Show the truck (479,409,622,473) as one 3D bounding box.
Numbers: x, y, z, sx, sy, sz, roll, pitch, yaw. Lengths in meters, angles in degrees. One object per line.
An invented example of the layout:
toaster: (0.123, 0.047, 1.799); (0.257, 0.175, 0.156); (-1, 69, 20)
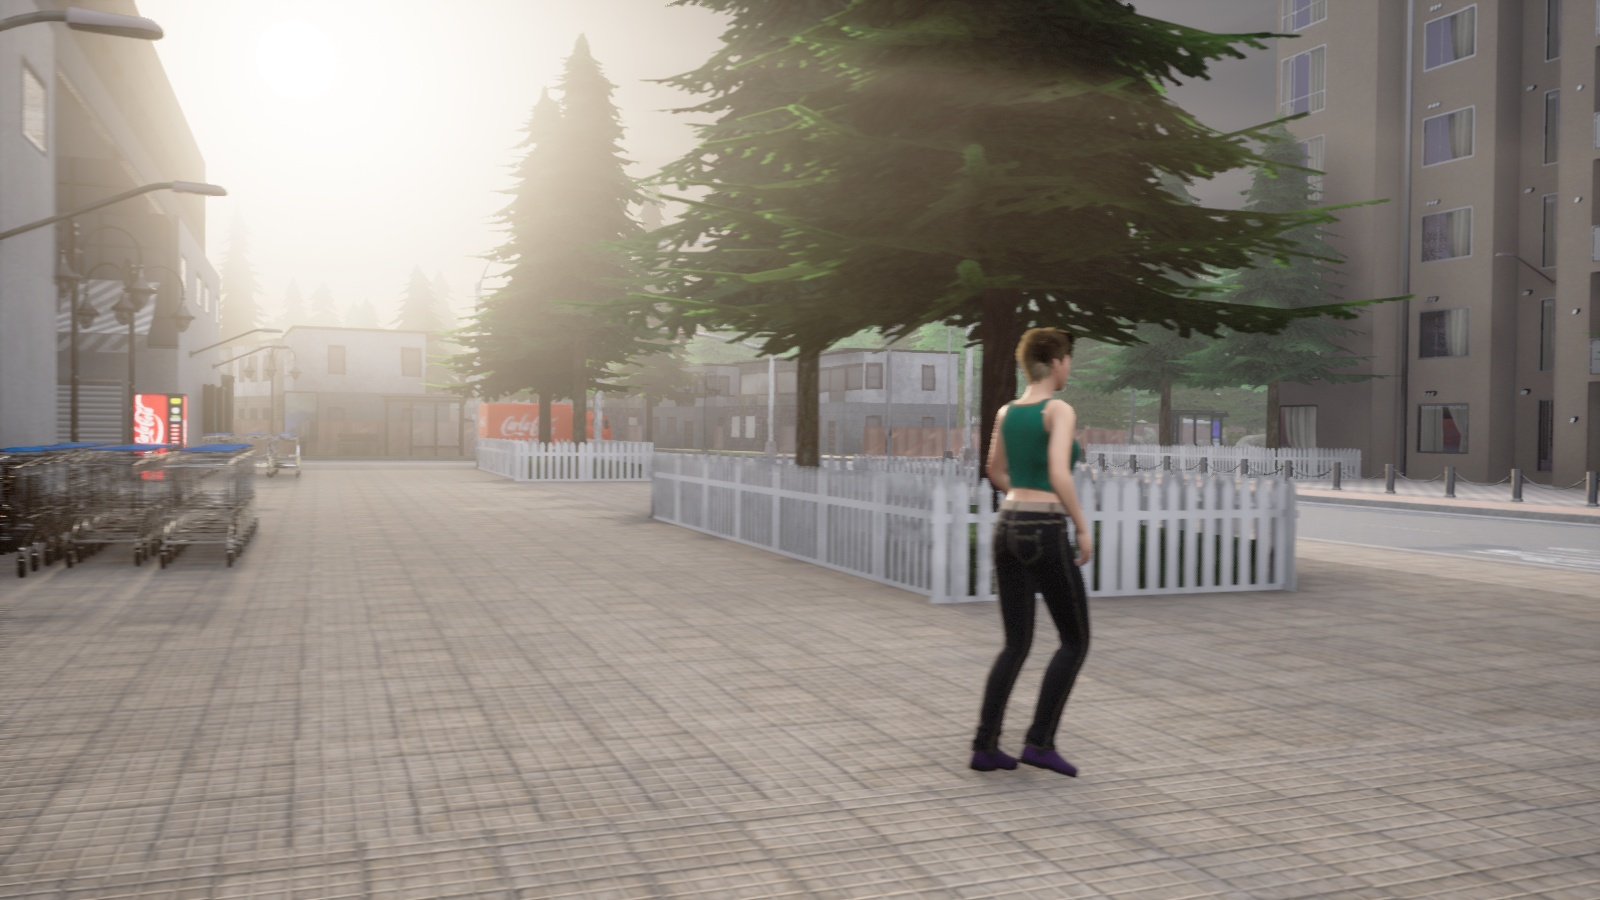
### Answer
truck: (-10.099, -0.407, 50.824); (5.204, 2.467, 2.627); (-1, 1, -23)

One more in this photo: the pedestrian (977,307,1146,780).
pedestrian: (1.080, 0.358, 5.173); (0.594, 1.836, 0.345); (-1, 1, -32)
